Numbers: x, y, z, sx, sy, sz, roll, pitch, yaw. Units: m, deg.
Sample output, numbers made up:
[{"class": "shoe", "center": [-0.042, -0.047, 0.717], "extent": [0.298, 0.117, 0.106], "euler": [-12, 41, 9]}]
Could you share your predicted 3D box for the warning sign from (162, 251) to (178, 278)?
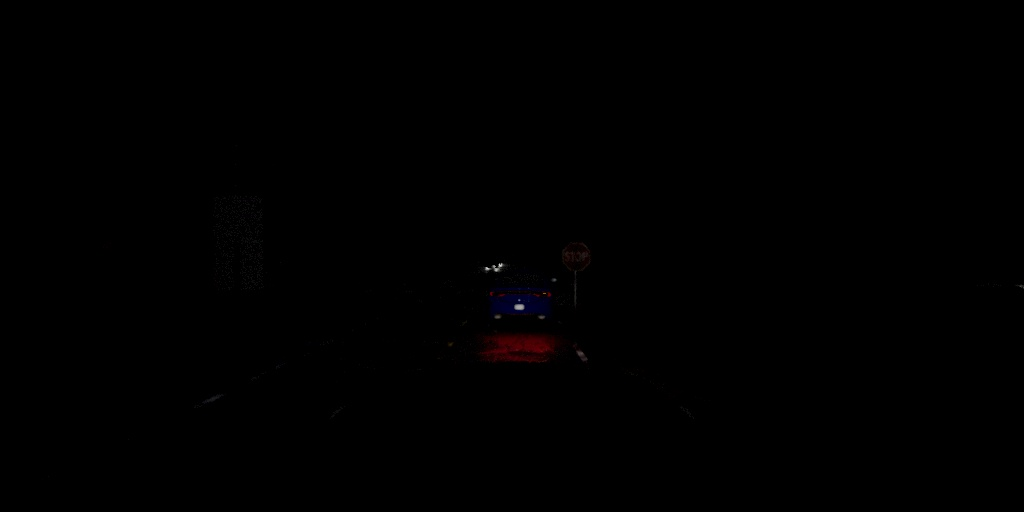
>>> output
[{"class": "warning sign", "center": [-24.174, 0.587, 25.252], "extent": [1.060, 1.860, 1.300], "euler": [0, 0, 0]}]

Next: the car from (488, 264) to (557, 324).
[{"class": "car", "center": [0.434, 1.150, 11.748], "extent": [1.882, 1.535, 5.008], "euler": [0, 0, 6]}]

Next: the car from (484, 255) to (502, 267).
[{"class": "car", "center": [-2.841, 0.869, 51.413], "extent": [1.994, 1.385, 4.181], "euler": [0, 1, 0]}]
